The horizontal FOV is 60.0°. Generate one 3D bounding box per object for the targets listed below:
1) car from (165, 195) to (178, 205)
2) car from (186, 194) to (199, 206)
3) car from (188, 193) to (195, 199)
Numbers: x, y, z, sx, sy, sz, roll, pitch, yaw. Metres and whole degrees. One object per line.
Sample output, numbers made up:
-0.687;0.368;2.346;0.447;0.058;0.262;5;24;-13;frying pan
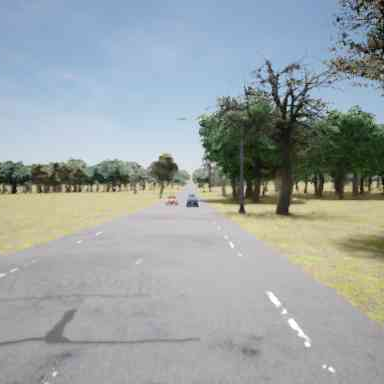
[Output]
-3.546;1.405;59.416;2.097;1.767;4.553;0;0;0;car
0.070;1.563;55.356;1.882;1.535;5.008;0;1;0;car
-0.050;1.161;93.253;1.882;1.535;5.008;0;1;0;car
